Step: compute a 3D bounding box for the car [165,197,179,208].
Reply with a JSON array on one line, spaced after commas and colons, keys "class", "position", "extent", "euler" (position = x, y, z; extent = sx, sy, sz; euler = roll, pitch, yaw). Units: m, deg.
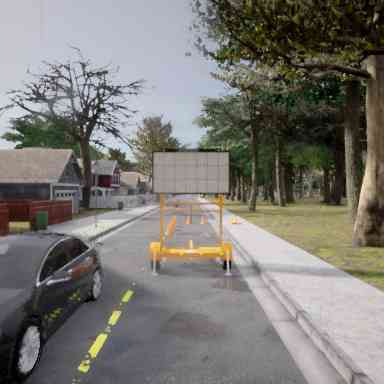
[{"class": "car", "position": [-2.943, 1.542, 48.901], "extent": [1.812, 1.442, 4.674], "euler": [0, 0, 0]}]

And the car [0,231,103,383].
[{"class": "car", "position": [-2.860, 1.504, 5.482], "extent": [1.837, 1.490, 4.892], "euler": [0, 0, 0]}]

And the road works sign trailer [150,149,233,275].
[{"class": "road works sign trailer", "position": [-0.022, 0.464, 10.375], "extent": [2.380, 3.560, 2.880], "euler": [0, 0, 0]}]
